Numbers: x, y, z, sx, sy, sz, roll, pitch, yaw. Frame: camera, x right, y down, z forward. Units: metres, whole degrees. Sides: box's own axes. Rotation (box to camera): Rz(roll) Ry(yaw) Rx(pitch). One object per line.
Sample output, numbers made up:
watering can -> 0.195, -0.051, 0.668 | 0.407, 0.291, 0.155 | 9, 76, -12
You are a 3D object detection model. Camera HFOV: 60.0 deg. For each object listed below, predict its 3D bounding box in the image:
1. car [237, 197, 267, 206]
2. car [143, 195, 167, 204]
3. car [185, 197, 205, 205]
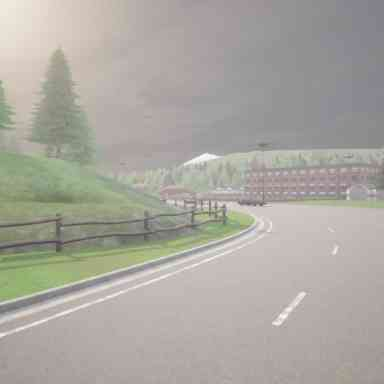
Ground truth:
car -> 9.636, 1.547, 53.388 | 2.033, 1.411, 5.357 | 0, 0, -33
car -> -6.922, 1.601, 63.762 | 1.895, 1.301, 4.718 | 0, 0, -40
car -> 0.420, 1.564, 60.125 | 1.994, 1.385, 4.181 | 0, 0, -38
